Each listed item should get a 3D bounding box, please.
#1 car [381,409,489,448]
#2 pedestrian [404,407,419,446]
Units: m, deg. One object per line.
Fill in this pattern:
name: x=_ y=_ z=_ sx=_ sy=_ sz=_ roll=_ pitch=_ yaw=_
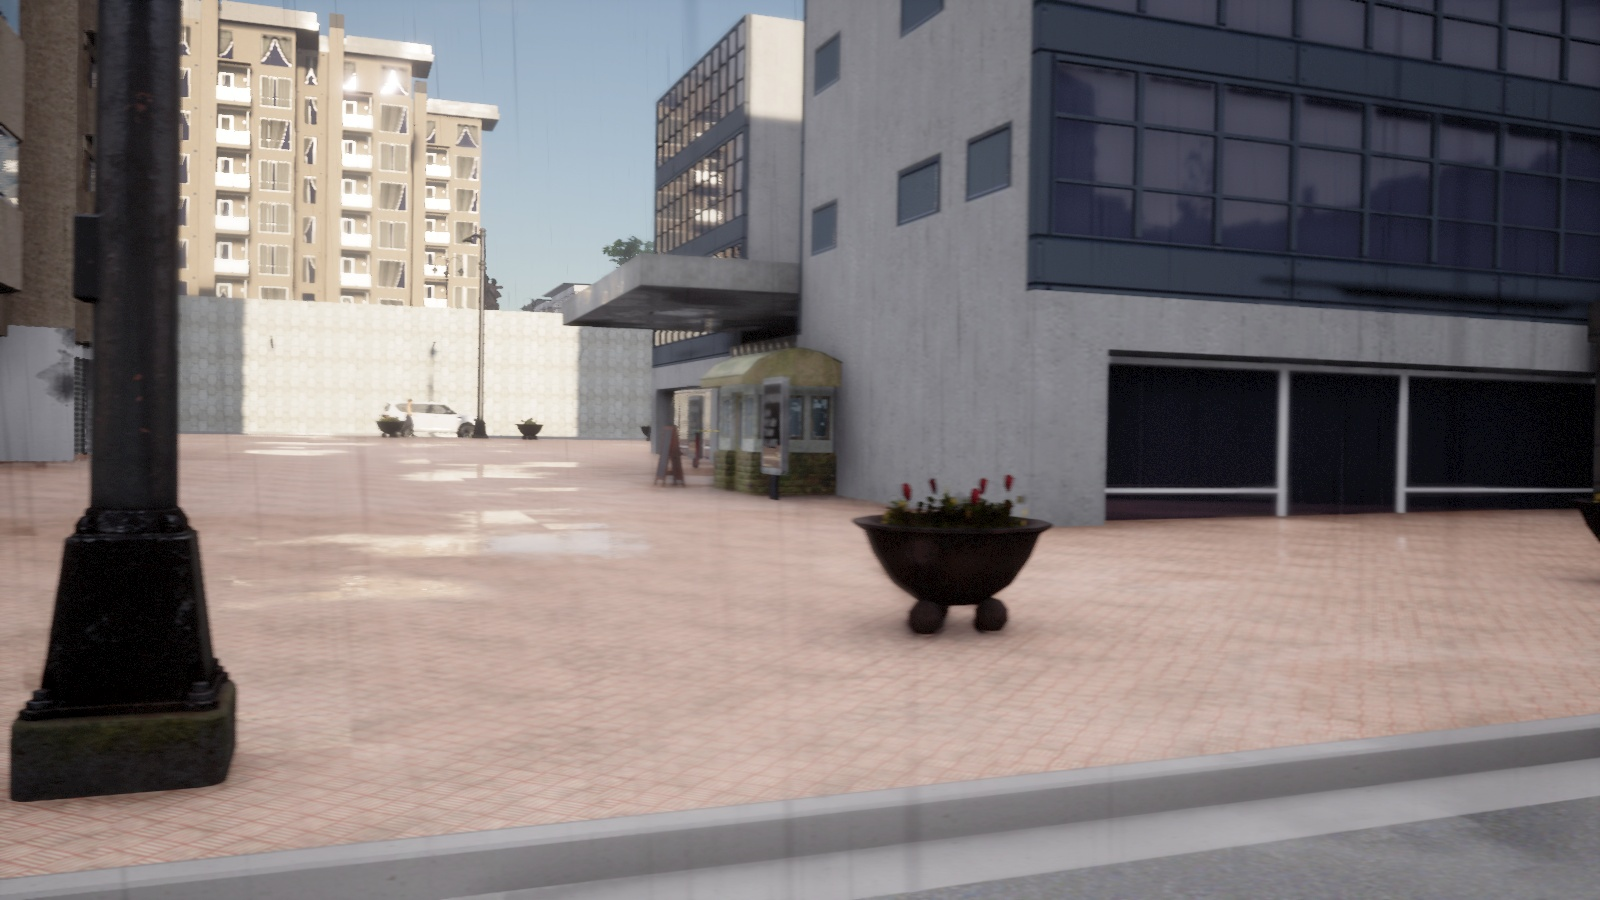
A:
car: x=-20.075 y=-1.185 z=69.011 sx=5.566 sy=2.045 sz=2.150 roll=0 pitch=1 yaw=-19
pedestrian: x=-18.476 y=-1.128 z=59.678 sx=0.594 sy=1.836 sz=0.345 roll=0 pitch=1 yaw=2
